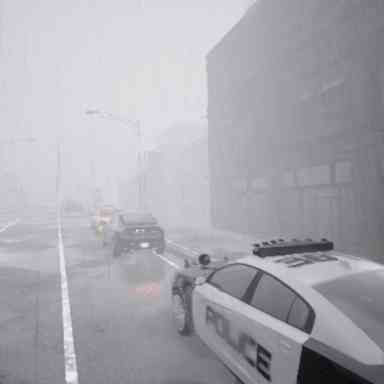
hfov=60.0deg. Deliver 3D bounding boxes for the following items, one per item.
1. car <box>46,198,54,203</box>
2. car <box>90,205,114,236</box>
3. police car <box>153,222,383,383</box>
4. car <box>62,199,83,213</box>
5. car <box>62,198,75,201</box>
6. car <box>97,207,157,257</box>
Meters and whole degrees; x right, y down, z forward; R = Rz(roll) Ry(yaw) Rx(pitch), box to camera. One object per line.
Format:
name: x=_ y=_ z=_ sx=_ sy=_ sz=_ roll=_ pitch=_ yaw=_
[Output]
car: x=-36.524 y=2.121 z=85.659 sx=1.994 sy=1.385 sz=4.181 roll=-1 pitch=0 yaw=-22
car: x=-4.811 y=1.517 z=19.155 sx=1.801 sy=1.575 sz=5.366 roll=-1 pitch=0 yaw=-22
police car: x=1.187 y=1.418 z=4.218 sx=1.930 sy=1.638 sz=5.238 roll=-1 pitch=0 yaw=-22
car: x=-13.952 y=1.789 z=39.259 sx=1.895 sy=1.301 sz=4.718 roll=-1 pitch=0 yaw=-21
car: x=-18.508 y=1.626 z=50.455 sx=2.097 sy=1.767 sz=4.553 roll=-1 pitch=0 yaw=-22
car: x=-2.500 y=1.544 z=13.405 sx=1.837 sy=1.490 sz=4.892 roll=-1 pitch=0 yaw=-22
